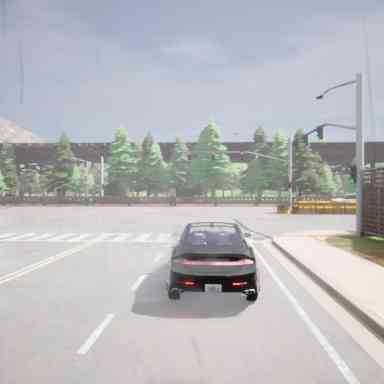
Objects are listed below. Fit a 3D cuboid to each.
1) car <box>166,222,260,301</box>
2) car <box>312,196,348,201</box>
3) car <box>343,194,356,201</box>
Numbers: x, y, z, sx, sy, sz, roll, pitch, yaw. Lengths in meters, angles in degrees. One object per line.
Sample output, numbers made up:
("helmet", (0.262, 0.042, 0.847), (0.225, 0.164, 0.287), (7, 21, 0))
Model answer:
("car", (0.503, 1.491, 8.331), (2.128, 1.511, 4.902), (0, 0, 3))
("car", (14.520, 1.491, 37.917), (4.902, 1.511, 2.128), (0, 0, 1))
("car", (19.800, 1.222, 41.304), (5.566, 2.045, 2.150), (0, 0, 2))
